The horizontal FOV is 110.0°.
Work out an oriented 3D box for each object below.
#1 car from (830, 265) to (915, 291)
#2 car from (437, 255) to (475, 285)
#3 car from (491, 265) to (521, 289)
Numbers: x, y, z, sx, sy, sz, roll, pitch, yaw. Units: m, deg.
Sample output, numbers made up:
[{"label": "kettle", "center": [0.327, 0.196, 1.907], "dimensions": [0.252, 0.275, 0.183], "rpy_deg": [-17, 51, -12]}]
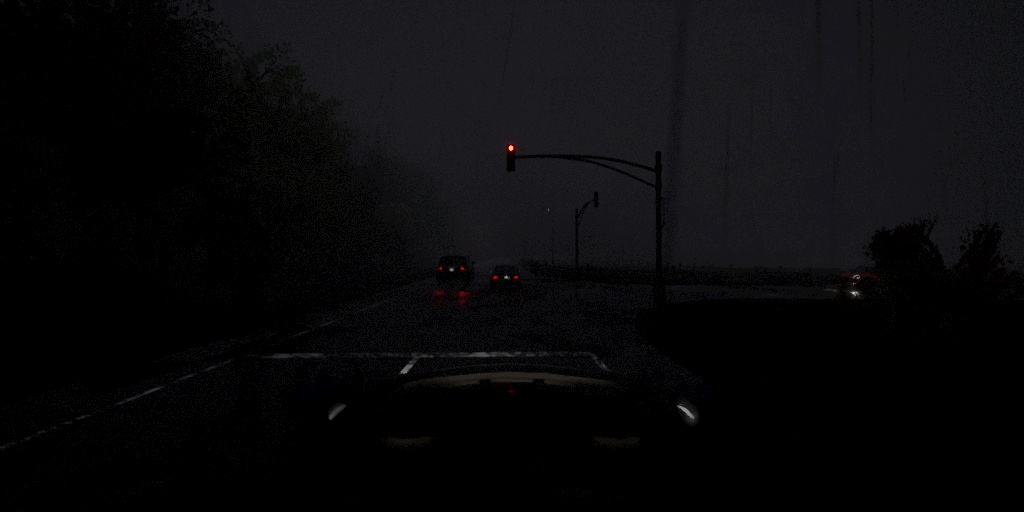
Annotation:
[{"label": "car", "center": [24.683, 1.426, 24.584], "dimensions": [4.553, 1.767, 2.097], "rpy_deg": [1, -1, -1]}, {"label": "car", "center": [-3.971, 0.970, 25.818], "dimensions": [2.150, 2.045, 5.566], "rpy_deg": [0, 0, -1]}, {"label": "car", "center": [-0.412, 1.296, 23.386], "dimensions": [2.033, 1.411, 5.357], "rpy_deg": [0, 0, -1]}]
